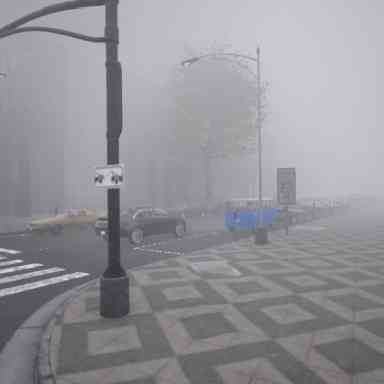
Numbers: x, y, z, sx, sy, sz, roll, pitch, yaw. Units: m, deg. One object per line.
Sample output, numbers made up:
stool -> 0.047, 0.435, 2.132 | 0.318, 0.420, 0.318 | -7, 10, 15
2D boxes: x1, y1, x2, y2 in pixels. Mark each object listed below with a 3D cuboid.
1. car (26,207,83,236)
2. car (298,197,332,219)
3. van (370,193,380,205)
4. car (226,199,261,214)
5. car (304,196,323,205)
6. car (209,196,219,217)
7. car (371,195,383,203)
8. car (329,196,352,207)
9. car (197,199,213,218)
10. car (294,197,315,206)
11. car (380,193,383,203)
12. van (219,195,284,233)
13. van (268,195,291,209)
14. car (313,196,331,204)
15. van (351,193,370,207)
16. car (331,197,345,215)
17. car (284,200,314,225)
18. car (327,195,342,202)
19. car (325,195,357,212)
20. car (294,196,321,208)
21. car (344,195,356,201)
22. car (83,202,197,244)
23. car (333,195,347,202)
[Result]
car -> -6.796, 1.564, 18.855 | 1.752, 1.417, 4.829 | -1, 0, 36
car -> 9.703, 1.385, 27.180 | 1.887, 1.381, 4.507 | -1, 0, 36
van -> 28.671, 1.102, 53.545 | 1.690, 1.788, 3.998 | -1, -1, 36
car -> 5.667, 1.529, 36.163 | 2.008, 1.369, 4.403 | -1, 0, 36
car -> 21.013, 1.439, 57.491 | 1.752, 1.417, 4.829 | -1, 0, 36
car -> 2.575, 1.307, 31.872 | 2.192, 1.841, 5.009 | -1, 0, 36
car -> 34.998, 1.303, 62.331 | 1.947, 1.339, 4.313 | -1, -1, 36
car -> 21.788, 1.375, 48.706 | 2.033, 1.411, 5.357 | -1, -1, 36
car -> -0.511, 1.552, 27.577 | 1.887, 1.381, 4.507 | -1, 0, 36
car -> 18.023, 1.491, 53.335 | 1.947, 1.339, 4.313 | -1, 0, 36
car -> 31.935, 1.274, 58.075 | 1.752, 1.417, 4.829 | -1, -1, 36
van -> 3.378, 1.212, 18.393 | 1.690, 1.788, 3.998 | -1, 0, 36
van -> 11.842, 1.292, 44.751 | 1.690, 1.788, 3.998 | -1, 0, 36
car -> 24.202, 1.453, 61.922 | 2.008, 1.369, 4.403 | -1, -1, 36
van -> 22.348, 1.127, 44.757 | 1.690, 1.788, 3.998 | -1, 0, 36
car -> 12.866, 1.408, 31.574 | 1.802, 1.307, 4.206 | -1, 0, 36
car -> 6.542, 1.422, 22.786 | 1.947, 1.339, 4.313 | -1, 0, 36
car -> 29.968, 1.432, 69.935 | 2.008, 1.369, 4.403 | -1, -1, 36
car -> 16.027, 1.363, 35.968 | 2.008, 1.369, 4.403 | -1, 0, 36
car -> 15.946, 1.386, 45.725 | 2.128, 1.511, 4.902 | -1, -1, 36
car -> 39.508, 1.400, 83.193 | 2.008, 1.369, 4.403 | -1, -1, 36
car -> -2.179, 1.429, 15.400 | 2.128, 1.511, 4.902 | -1, -1, 36
car -> 33.148, 1.415, 74.354 | 1.887, 1.381, 4.507 | -1, -1, 36
